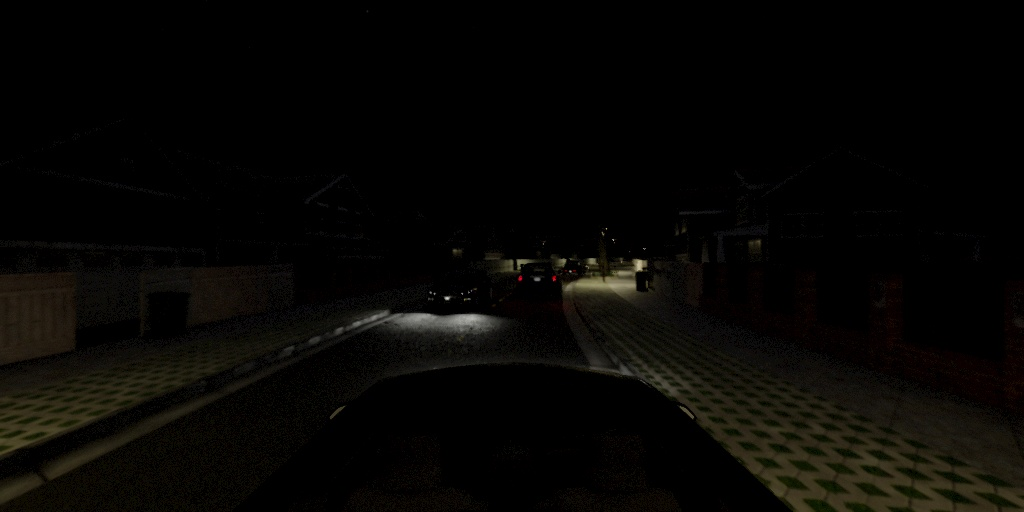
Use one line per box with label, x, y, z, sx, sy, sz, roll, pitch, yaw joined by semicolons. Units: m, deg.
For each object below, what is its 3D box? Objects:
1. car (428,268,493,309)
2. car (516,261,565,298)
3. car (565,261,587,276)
car;-1.993;1.270;15.051;1.837;1.490;4.892;0;-1;7
car;1.491;1.104;18.570;2.097;1.767;4.553;0;0;9
car;6.567;1.268;37.406;1.837;1.490;4.892;-1;0;21
